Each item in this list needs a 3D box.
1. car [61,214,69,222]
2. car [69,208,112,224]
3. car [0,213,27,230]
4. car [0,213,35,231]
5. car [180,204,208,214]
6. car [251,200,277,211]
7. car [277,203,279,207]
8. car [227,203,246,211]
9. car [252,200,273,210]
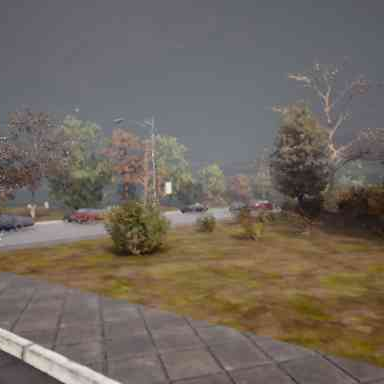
[{"bbox_3d":[-11.148,2.436,35.506,2.033,1.411,5.357,-3,-2,32],"label":"car"},{"bbox_3d":[-9.099,2.342,32.215,1.895,1.301,4.718,-3,-2,32],"label":"car"},{"bbox_3d":[-16.397,2.470,27.410,1.895,1.301,4.718,-3,-2,33],"label":"car"},{"bbox_3d":[-14.341,2.272,24.186,2.033,1.411,5.357,-3,-2,33],"label":"car"},{"bbox_3d":[0.309,2.427,47.091,1.895,1.301,4.718,-3,-2,32],"label":"car"},{"bbox_3d":[10.546,1.947,49.922,2.097,1.767,4.553,-3,-2,32],"label":"car"},{"bbox_3d":[15.938,2.189,58.384,1.837,1.490,4.892,-3,-2,33],"label":"car"},{"bbox_3d":[7.239,2.332,51.216,1.895,1.301,4.718,-3,-2,32],"label":"car"},{"bbox_3d":[12.688,2.300,59.802,1.882,1.535,5.008,-3,-2,33],"label":"car"}]
